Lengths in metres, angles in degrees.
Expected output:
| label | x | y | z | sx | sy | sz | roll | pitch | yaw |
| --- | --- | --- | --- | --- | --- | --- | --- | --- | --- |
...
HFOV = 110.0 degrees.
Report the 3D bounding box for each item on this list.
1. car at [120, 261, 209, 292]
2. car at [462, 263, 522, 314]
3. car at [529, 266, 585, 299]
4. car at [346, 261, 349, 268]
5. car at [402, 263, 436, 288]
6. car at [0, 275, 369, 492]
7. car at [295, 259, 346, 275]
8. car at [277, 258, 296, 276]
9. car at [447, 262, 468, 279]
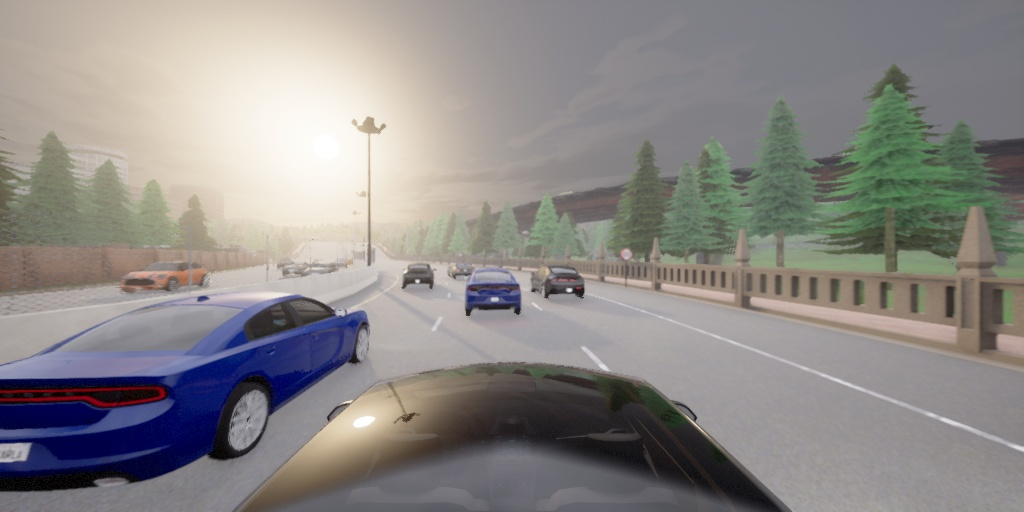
| label | x | y | z | sx | sy | sz | roll | pitch | yaw |
| --- | --- | --- | --- | --- | --- | --- | --- | --- | --- |
| car | -20.017 | 1.095 | 20.925 | 2.097 | 1.767 | 4.553 | 0 | 0 | -13 |
| car | -0.816 | 1.195 | 13.642 | 1.882 | 1.535 | 5.008 | 0 | 0 | -6 |
| car | 2.117 | 1.203 | 17.782 | 1.837 | 1.490 | 4.892 | 0 | 0 | -8 |
| car | -26.741 | 1.187 | 55.993 | 1.812 | 1.442 | 4.674 | 0 | 1 | -26 |
| car | -6.011 | 1.208 | 23.239 | 1.837 | 1.490 | 4.892 | 0 | 0 | -12 |
| car | -3.634 | 1.227 | 5.004 | 1.882 | 1.535 | 5.008 | 0 | 0 | -2 |
| car | -14.520 | 1.203 | 27.511 | 2.128 | 1.511 | 4.902 | 0 | 0 | -16 |
| car | -20.499 | 1.198 | 34.317 | 2.128 | 1.511 | 4.902 | 0 | 0 | -21 |
| car | -4.545 | 1.223 | 31.618 | 2.033 | 1.411 | 5.357 | 0 | 0 | -17 |
